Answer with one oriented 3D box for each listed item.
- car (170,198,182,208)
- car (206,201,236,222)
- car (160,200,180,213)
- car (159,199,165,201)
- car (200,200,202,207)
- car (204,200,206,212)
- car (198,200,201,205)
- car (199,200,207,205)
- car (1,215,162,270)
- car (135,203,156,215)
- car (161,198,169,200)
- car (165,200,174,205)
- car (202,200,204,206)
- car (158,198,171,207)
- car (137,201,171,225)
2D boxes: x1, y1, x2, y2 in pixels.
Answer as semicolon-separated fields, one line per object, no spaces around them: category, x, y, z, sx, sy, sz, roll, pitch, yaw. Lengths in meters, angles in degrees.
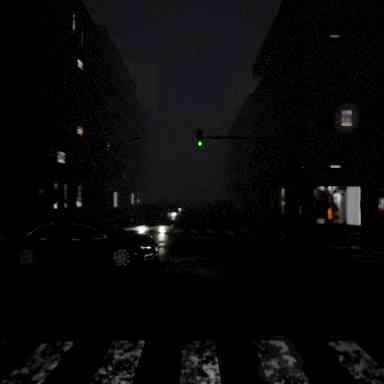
car;-2.951;2.313;63.206;1.882;1.535;5.008;0;-1;0
car;2.713;1.678;29.747;2.192;1.841;5.009;0;-1;0
car;-3.059;2.129;45.315;1.994;1.385;4.181;0;-1;0
car;-5.651;2.174;51.775;1.752;1.417;4.829;0;-1;0
car;2.730;2.202;51.938;2.008;1.369;4.403;0;-1;0
car;2.722;2.035;41.011;1.752;1.417;4.829;0;-1;0
car;2.743;2.414;68.580;1.887;1.381;4.507;0;-1;0
car;2.755;2.651;85.222;1.887;1.381;4.507;0;-1;0
car;-3.604;1.666;10.985;4.892;1.490;1.837;0;-1;0
car;-5.659;2.073;40.847;1.947;1.339;4.313;0;-1;0
car;-5.642;2.361;63.039;1.947;1.339;4.313;0;-1;0
car;-5.625;2.657;85.229;2.008;1.369;4.403;0;-1;0
car;2.726;2.124;46.390;1.887;1.381;4.507;0;-1;0
car;-5.637;2.184;68.589;2.192;1.841;5.009;0;-1;0
car;-3.075;1.815;27.743;1.882;1.535;5.008;0;0;0
